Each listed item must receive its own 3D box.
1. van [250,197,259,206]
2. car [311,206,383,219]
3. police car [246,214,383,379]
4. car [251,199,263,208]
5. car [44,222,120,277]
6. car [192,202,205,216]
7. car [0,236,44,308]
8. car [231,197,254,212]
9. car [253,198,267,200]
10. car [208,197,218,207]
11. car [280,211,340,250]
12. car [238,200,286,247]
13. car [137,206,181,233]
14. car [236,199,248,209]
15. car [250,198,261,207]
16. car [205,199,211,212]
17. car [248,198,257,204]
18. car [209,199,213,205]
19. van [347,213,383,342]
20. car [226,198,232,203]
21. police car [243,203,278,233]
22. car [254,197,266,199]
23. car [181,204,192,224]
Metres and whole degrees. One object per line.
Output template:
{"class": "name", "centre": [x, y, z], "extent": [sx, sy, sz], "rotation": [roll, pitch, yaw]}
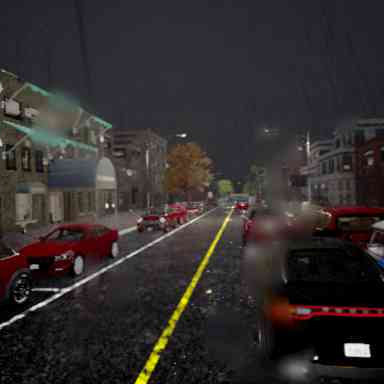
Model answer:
{"class": "van", "centre": [13.162, 1.884, 70.267], "extent": [1.690, 1.788, 3.998], "rotation": [-2, -1, 8]}
{"class": "car", "centre": [4.433, 1.340, 9.866], "extent": [2.192, 1.841, 5.009], "rotation": [-2, -1, 8]}
{"class": "police car", "centre": [2.074, 1.454, 6.002], "extent": [1.930, 1.638, 5.238], "rotation": [-1, -1, 8]}
{"class": "car", "centre": [11.582, 2.031, 59.282], "extent": [1.802, 1.307, 4.206], "rotation": [-2, -1, 8]}
{"class": "car", "centre": [-3.853, 1.753, 11.057], "extent": [1.887, 1.381, 4.507], "rotation": [-2, -1, 8]}
{"class": "car", "centre": [0.115, 2.027, 38.512], "extent": [1.802, 1.307, 4.206], "rotation": [-2, -1, 8]}
{"class": "car", "centre": [-4.650, 1.601, 5.568], "extent": [1.967, 1.590, 4.097], "rotation": [-2, -1, 8]}
{"class": "car", "centre": [6.741, 1.728, 44.383], "extent": [2.097, 1.767, 4.553], "rotation": [-1, -1, 9]}
{"class": "car", "centre": [9.225, 1.835, 42.977], "extent": [1.752, 1.417, 4.829], "rotation": [-2, -1, 8]}
{"class": "car", "centre": [4.075, 1.995, 65.971], "extent": [2.192, 1.841, 5.009], "rotation": [-2, -1, 8]}
{"class": "car", "centre": [5.234, 1.654, 15.353], "extent": [1.802, 1.307, 4.206], "rotation": [-2, -1, 8]}
{"class": "car", "centre": [3.418, 1.466, 15.758], "extent": [2.097, 1.767, 4.553], "rotation": [-1, -1, 7]}
{"class": "car", "centre": [-2.269, 1.743, 22.041], "extent": [1.967, 1.590, 4.097], "rotation": [-2, -1, 8]}
{"class": "car", "centre": [8.607, 2.037, 57.480], "extent": [2.033, 1.411, 5.357], "rotation": [-1, -1, 8]}
{"class": "car", "centre": [12.399, 2.023, 64.942], "extent": [1.752, 1.417, 4.829], "rotation": [-2, -1, 8]}
{"class": "car", "centre": [0.907, 2.042, 44.004], "extent": [2.008, 1.369, 4.403], "rotation": [-2, -1, 8]}
{"class": "car", "centre": [14.779, 2.163, 81.416], "extent": [1.752, 1.417, 4.829], "rotation": [-2, -1, 8]}
{"class": "car", "centre": [1.702, 2.121, 49.495], "extent": [1.802, 1.307, 4.206], "rotation": [-2, -1, 8]}
{"class": "van", "centre": [3.640, 1.319, 4.374], "extent": [1.690, 1.788, 3.998], "rotation": [-2, -1, 8]}
{"class": "car", "centre": [10.866, 2.368, 94.098], "extent": [1.837, 1.490, 4.892], "rotation": [-1, -1, 8]}
{"class": "police car", "centre": [4.361, 1.590, 21.837], "extent": [1.930, 1.638, 5.238], "rotation": [-1, -1, 8]}
{"class": "car", "centre": [9.987, 1.670, 48.304], "extent": [2.192, 1.841, 5.009], "rotation": [-2, -1, 8]}
{"class": "car", "centre": [-1.472, 1.895, 27.531], "extent": [1.887, 1.381, 4.507], "rotation": [-2, -1, 8]}
